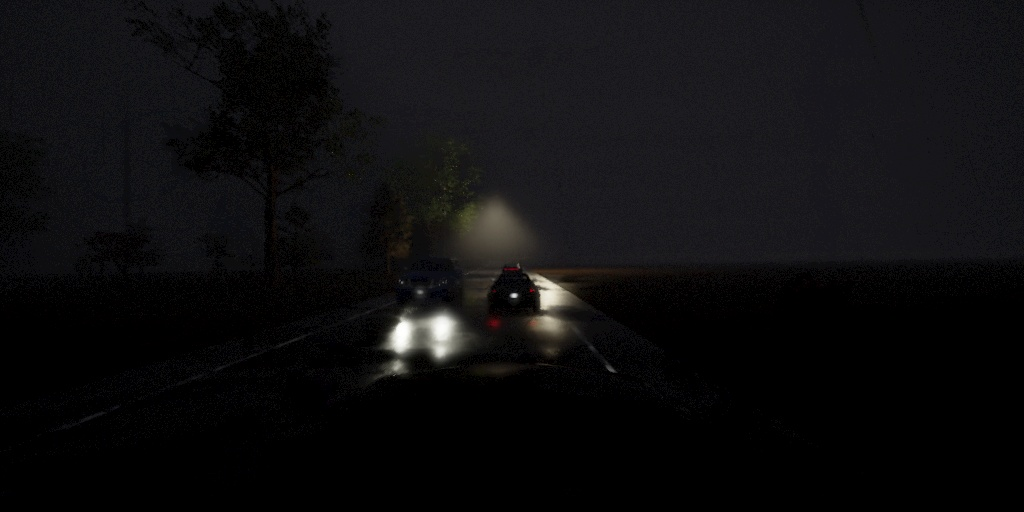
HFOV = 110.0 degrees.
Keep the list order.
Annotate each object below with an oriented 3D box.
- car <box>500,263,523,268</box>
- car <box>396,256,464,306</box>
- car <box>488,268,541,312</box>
[{"bbox_3d":[-0.017,1.372,32.800,2.128,1.511,4.902,0,0,0],"label":"car"},{"bbox_3d":[-3.518,1.032,16.460,2.150,2.045,5.566,0,0,0],"label":"car"},{"bbox_3d":[0.078,1.365,14.551,1.994,1.385,4.181,0,0,0],"label":"car"}]
